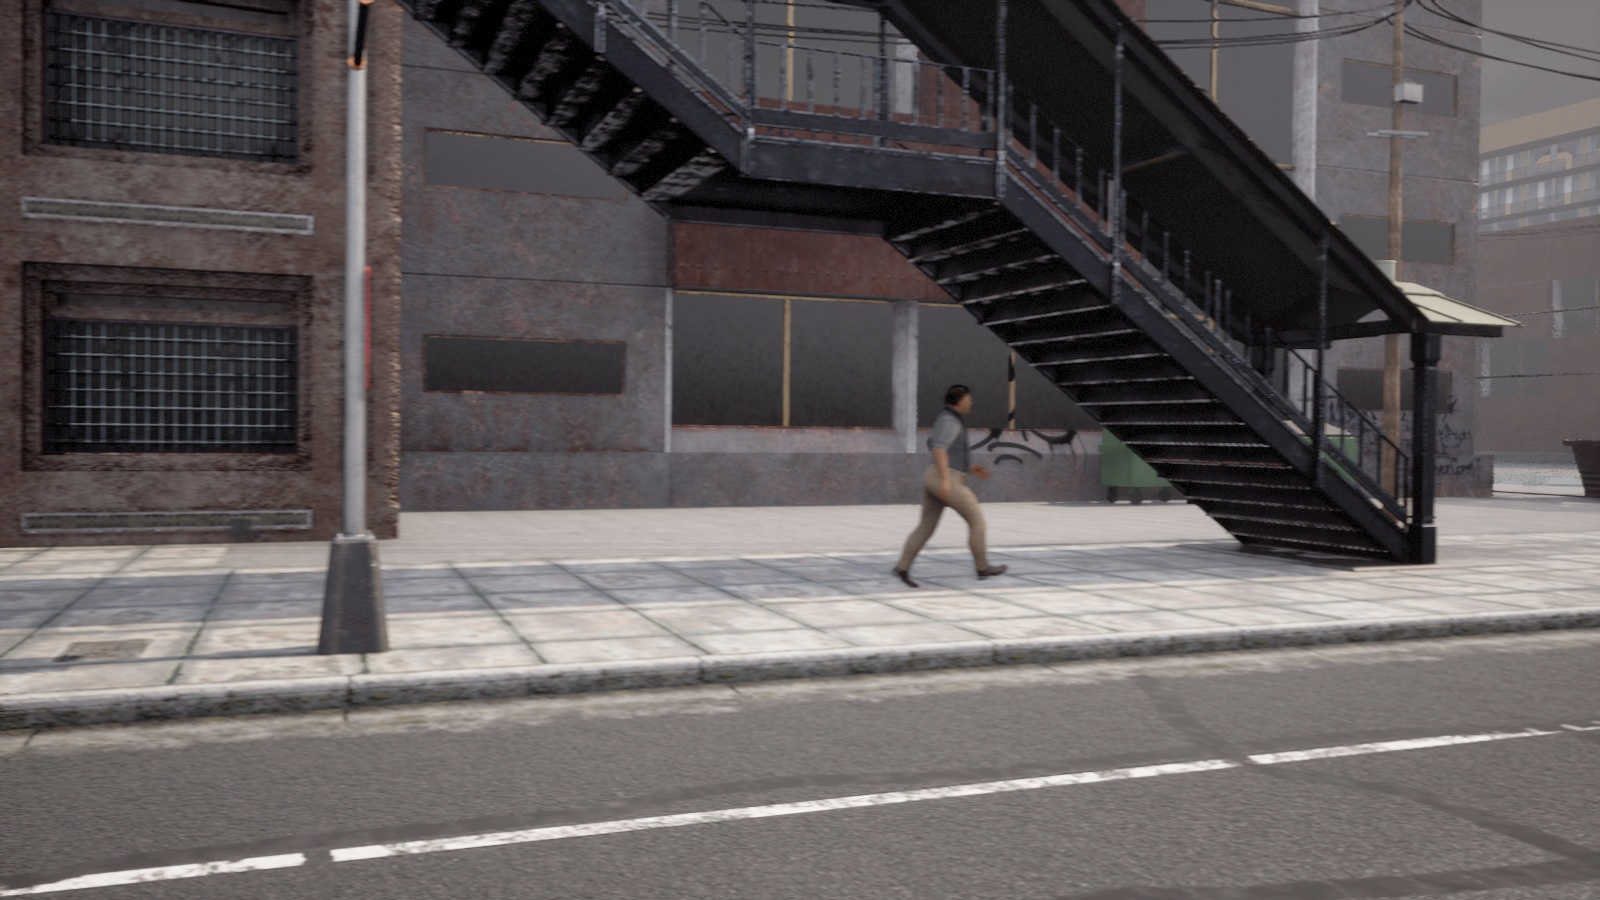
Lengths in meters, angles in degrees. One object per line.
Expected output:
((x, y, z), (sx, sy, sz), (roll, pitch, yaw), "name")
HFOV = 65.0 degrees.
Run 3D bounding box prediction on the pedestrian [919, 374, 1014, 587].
((1.481, 0.256, 11.211), (0.694, 1.848, 0.540), (-1, 1, -10), "pedestrian")
